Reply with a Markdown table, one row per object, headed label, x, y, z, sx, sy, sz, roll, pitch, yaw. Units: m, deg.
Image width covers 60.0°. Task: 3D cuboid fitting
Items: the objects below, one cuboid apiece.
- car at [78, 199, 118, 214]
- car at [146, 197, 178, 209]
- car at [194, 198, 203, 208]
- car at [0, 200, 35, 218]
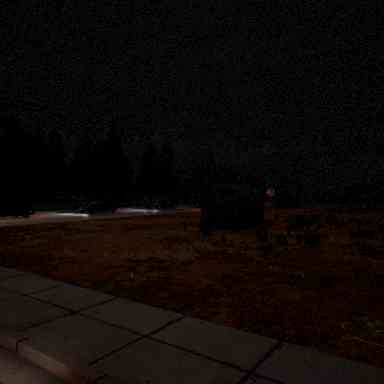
| label | x | y | z | sx | sy | sz | roll | pitch | yaw |
| --- | --- | --- | --- | --- | --- | --- | --- | --- | --- |
| car | -10.224 | 1.552 | 36.606 | 1.812 | 1.442 | 4.674 | 0 | 0 | 37 |
| car | -4.010 | 1.504 | 44.993 | 1.882 | 1.535 | 5.008 | 0 | 0 | 37 |
| car | 2.226 | 1.532 | 47.226 | 1.837 | 1.490 | 4.892 | 0 | 0 | 36 |
| car | -16.146 | 1.504 | 28.609 | 1.882 | 1.535 | 5.008 | 0 | 0 | 36 |
